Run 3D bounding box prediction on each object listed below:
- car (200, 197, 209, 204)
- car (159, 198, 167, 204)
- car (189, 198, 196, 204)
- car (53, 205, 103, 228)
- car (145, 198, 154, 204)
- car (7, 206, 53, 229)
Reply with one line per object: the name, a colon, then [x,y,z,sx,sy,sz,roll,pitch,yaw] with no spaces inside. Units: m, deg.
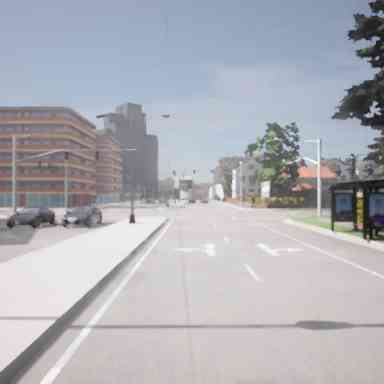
car: [3.525,2.576,91.037,1.895,1.301,4.718,0,-1,0]
car: [-7.975,2.503,90.243,2.128,1.511,4.902,0,-1,0]
car: [0.025,2.450,90.592,1.882,1.535,5.008,0,-1,0]
car: [-8.006,1.762,24.641,2.128,1.511,4.902,0,-1,0]
car: [-11.475,2.333,90.275,2.097,1.767,4.553,0,-1,0]
car: [-11.509,1.790,24.243,1.812,1.442,4.674,0,-1,0]
